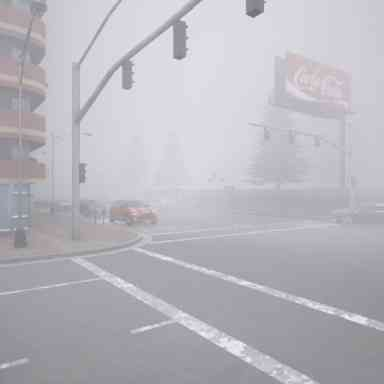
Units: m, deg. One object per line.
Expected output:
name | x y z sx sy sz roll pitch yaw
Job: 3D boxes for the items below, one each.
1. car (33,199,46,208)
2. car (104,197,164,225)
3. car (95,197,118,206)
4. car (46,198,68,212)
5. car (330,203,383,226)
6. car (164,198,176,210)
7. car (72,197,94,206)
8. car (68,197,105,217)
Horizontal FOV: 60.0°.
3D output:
car | -21.215 1.601 47.397 1.895 1.301 4.718 0 0 -35
car | -4.274 1.352 23.925 2.097 1.767 4.553 0 0 -36
car | -14.587 1.547 56.402 2.033 1.411 5.357 0 0 -36
car | -15.278 1.478 39.136 1.882 1.535 5.008 0 0 -36
car | 11.776 1.507 21.991 4.892 1.490 1.837 0 3 18
car | -3.748 1.525 41.432 1.812 1.442 4.674 0 0 -36
car | -18.182 1.547 55.400 2.033 1.411 5.357 0 0 -36
car | -9.610 1.491 31.292 2.128 1.511 4.902 0 0 -36
